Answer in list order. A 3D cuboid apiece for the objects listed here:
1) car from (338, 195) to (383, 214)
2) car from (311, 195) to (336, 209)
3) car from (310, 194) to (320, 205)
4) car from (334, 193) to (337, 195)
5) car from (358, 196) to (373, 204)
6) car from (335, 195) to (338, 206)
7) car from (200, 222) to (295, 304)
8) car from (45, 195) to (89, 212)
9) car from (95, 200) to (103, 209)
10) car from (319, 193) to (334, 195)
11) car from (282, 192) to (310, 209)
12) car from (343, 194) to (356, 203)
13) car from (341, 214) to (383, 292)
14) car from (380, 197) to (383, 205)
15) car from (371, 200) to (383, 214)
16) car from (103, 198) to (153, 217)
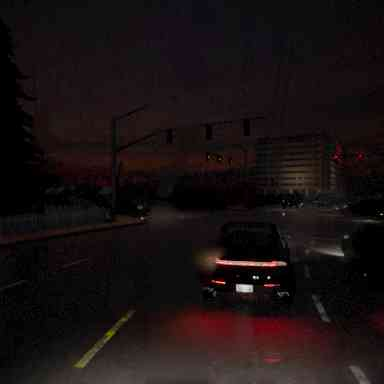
[{"bbox_3d":[16.338,1.403,30.744,4.553,1.767,2.097,0,0,32],"label":"car"},{"bbox_3d":[18.457,1.526,46.579,1.812,1.442,4.674,0,0,32],"label":"car"},{"bbox_3d":[19.508,1.526,54.940,1.812,1.442,4.674,0,0,32],"label":"car"},{"bbox_3d":[30.926,1.225,73.313,2.150,2.045,5.566,0,0,32],"label":"car"},{"bbox_3d":[33.226,1.504,63.583,2.128,1.511,4.902,0,0,32],"label":"car"},{"bbox_3d":[23.242,1.601,54.325,1.895,1.301,4.718,0,0,32],"label":"car"},{"bbox_3d":[1.448,1.492,8.258,2.128,1.511,4.902,0,0,12],"label":"car"},{"bbox_3d":[-14.042,1.277,37.155,5.566,2.045,2.150,0,0,32],"label":"car"},{"bbox_3d":[-9.008,1.547,38.135,4.902,1.511,2.128,0,0,32],"label":"car"},{"bbox_3d":[25.282,1.223,64.163,2.150,2.045,5.566,0,0,32],"label":"car"},{"bbox_3d":[14.393,1.221,46.672,2.150,2.045,5.566,0,0,32],"label":"car"},{"bbox_3d":[33.954,1.355,71.556,2.097,1.767,4.553,0,0,32],"label":"car"},{"bbox_3d":[5.200,1.547,8.624,2.033,1.411,5.357,0,0,16],"label":"car"},{"bbox_3d":[34.530,1.547,58.960,2.033,1.411,5.357,0,0,32],"label":"car"},{"bbox_3d":[16.936,1.581,25.134,5.357,1.411,2.033,0,0,20],"label":"car"},{"bbox_3d":[-5.921,1.407,32.067,4.553,1.767,2.097,0,0,32],"label":"car"}]
